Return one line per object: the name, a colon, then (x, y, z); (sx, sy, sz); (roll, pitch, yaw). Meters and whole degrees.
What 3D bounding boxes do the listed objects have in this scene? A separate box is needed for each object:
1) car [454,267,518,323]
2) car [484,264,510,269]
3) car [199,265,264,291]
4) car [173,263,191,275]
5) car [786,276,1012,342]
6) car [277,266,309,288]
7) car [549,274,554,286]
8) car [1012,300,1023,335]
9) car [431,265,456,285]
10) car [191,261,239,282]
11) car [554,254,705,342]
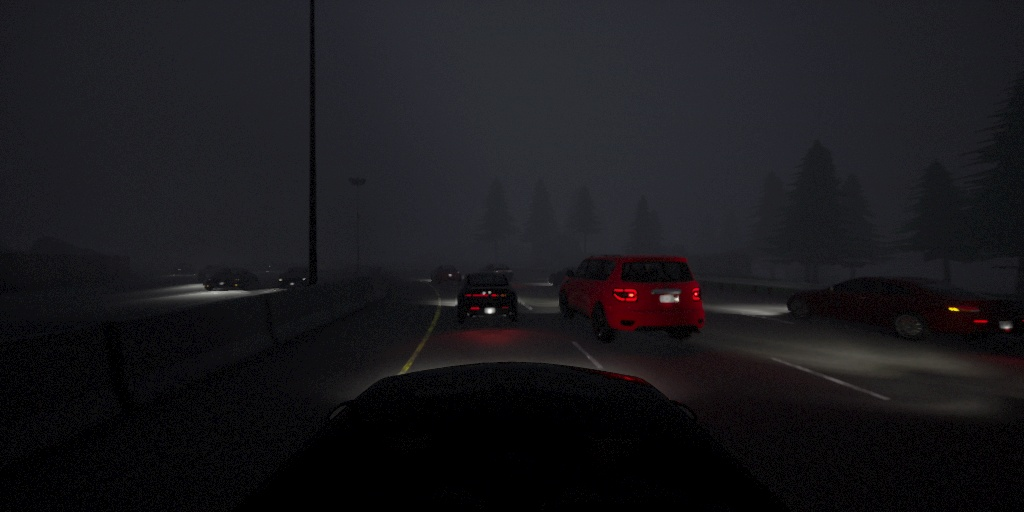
car: (-0.968, 1.298, 12.467); (1.837, 1.490, 4.892); (0, 0, -8)
car: (-1.401, 1.343, 28.495); (2.128, 1.511, 4.902); (0, 0, -19)
car: (-18.414, 1.492, 23.747); (1.994, 1.385, 4.181); (0, 0, -21)
car: (-43.307, 1.654, 47.330); (4.892, 1.490, 1.837); (-1, -1, 43)
car: (9.905, 1.249, 9.626); (1.812, 1.442, 4.674); (0, 0, -5)
car: (-15.526, 1.469, 26.209); (2.033, 1.411, 5.357); (0, 0, -22)
car: (4.085, 1.349, 22.916); (2.033, 1.411, 5.357); (0, 0, -15)
car: (6.974, 0.930, 1.408); (2.150, 2.045, 5.566); (0, 0, -1)
car: (-5.441, 1.441, 29.336); (1.994, 1.385, 4.181); (0, 0, -21)
car: (-25.762, 1.487, 31.289); (2.128, 1.511, 4.902); (0, 0, -30)
car: (2.916, 0.985, 10.044); (2.150, 2.045, 5.566); (0, 0, -6)
